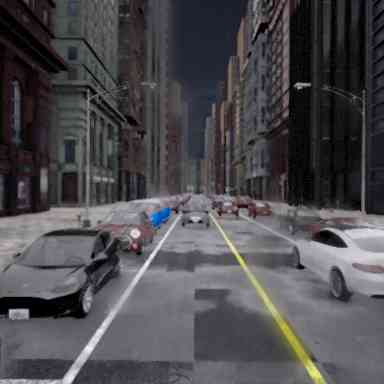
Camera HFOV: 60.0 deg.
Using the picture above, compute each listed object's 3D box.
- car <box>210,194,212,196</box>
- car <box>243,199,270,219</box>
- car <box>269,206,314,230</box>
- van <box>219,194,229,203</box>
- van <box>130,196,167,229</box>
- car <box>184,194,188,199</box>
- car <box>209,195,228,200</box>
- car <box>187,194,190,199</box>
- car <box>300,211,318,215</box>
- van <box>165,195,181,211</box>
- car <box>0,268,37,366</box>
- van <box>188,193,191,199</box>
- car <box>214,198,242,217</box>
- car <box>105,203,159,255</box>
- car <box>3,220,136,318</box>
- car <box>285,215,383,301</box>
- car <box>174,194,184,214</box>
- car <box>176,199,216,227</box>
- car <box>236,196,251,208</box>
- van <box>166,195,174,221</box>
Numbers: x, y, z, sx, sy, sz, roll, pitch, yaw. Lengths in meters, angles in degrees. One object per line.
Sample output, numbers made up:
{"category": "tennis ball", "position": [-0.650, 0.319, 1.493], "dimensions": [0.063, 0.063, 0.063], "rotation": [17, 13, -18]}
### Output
{"category": "car", "position": [6.837, 1.667, 91.858], "dimensions": [2.008, 1.369, 4.403], "rotation": [0, 0, 1]}
{"category": "car", "position": [6.098, 1.597, 29.863], "dimensions": [1.887, 1.381, 4.507], "rotation": [0, 0, 1]}
{"category": "car", "position": [5.964, 1.598, 18.592], "dimensions": [2.008, 1.369, 4.403], "rotation": [0, 0, 1]}
{"category": "van", "position": [6.569, 1.429, 69.314], "dimensions": [1.690, 1.788, 3.998], "rotation": [0, 0, 1]}
{"category": "van", "position": [-2.559, 1.321, 18.678], "dimensions": [1.690, 1.788, 3.998], "rotation": [0, 0, 1]}
{"category": "car", "position": [-2.090, 1.551, 58.131], "dimensions": [1.887, 1.381, 4.507], "rotation": [0, 0, 1]}
{"category": "car", "position": [3.510, 1.545, 43.554], "dimensions": [1.837, 1.490, 4.892], "rotation": [0, 0, 1]}
{"category": "car", "position": [-1.956, 1.586, 69.404], "dimensions": [1.947, 1.339, 4.313], "rotation": [0, 0, 1]}
{"category": "car", "position": [5.896, 1.628, 12.956], "dimensions": [1.802, 1.307, 4.206], "rotation": [0, 0, 1]}
{"category": "van", "position": [-2.290, 1.332, 41.222], "dimensions": [1.690, 1.788, 3.998], "rotation": [0, 0, 1]}
{"category": "car", "position": [-2.762, 1.560, 1.770], "dimensions": [1.802, 1.307, 4.206], "rotation": [0, 0, 1]}
{"category": "van", "position": [-1.820, 1.376, 80.676], "dimensions": [1.690, 1.788, 3.998], "rotation": [0, 0, 1]}
{"category": "car", "position": [3.411, 1.557, 32.050], "dimensions": [1.812, 1.442, 4.674], "rotation": [0, 0, 2]}
{"category": "car", "position": [-2.627, 1.419, 13.042], "dimensions": [1.967, 1.590, 4.097], "rotation": [0, 0, 1]}
{"category": "car", "position": [-2.695, 1.544, 7.406], "dimensions": [1.947, 1.339, 4.313], "rotation": [0, 0, 1]}
{"category": "car", "position": [3.929, 1.557, 8.254], "dimensions": [1.812, 1.442, 4.674], "rotation": [0, 0, 1]}
{"category": "car", "position": [-2.358, 1.303, 35.586], "dimensions": [2.192, 1.841, 5.009], "rotation": [0, 0, 1]}
{"category": "car", "position": [0.252, 1.494, 22.661], "dimensions": [2.128, 1.511, 4.902], "rotation": [0, 0, 1]}
{"category": "car", "position": [6.234, 1.374, 41.135], "dimensions": [2.192, 1.841, 5.009], "rotation": [0, 0, 1]}
{"category": "van", "position": [-2.492, 1.323, 24.314], "dimensions": [1.690, 1.788, 3.998], "rotation": [0, 0, 1]}
